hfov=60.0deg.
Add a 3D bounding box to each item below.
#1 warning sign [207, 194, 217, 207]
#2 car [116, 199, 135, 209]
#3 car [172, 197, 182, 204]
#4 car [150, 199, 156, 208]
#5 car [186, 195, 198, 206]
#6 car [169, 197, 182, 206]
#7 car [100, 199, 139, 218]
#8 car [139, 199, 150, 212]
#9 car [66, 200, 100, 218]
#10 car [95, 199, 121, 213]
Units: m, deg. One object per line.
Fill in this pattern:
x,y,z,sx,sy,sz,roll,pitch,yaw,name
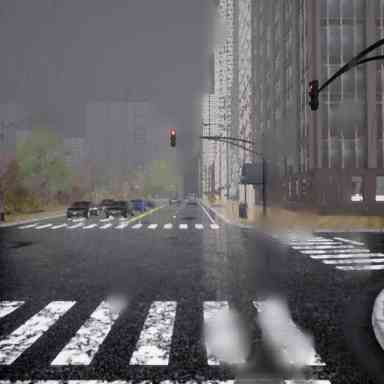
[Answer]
2.833,1.227,47.036,1.300,1.860,1.060,-1,-2,0,warning sign
-9.837,1.723,49.372,1.895,1.301,4.718,0,0,0,car
-3.188,1.774,70.600,1.812,1.442,4.674,0,0,0,car
-6.585,1.726,49.861,1.895,1.301,4.718,0,0,0,car
0.006,1.721,58.932,2.033,1.411,5.357,0,0,0,car
-3.145,1.674,60.339,2.128,1.511,4.902,0,0,0,car
-6.561,1.557,30.611,1.837,1.490,4.892,0,0,2,car
-6.592,1.559,39.684,1.882,1.535,5.008,0,0,0,car
-9.842,1.556,30.260,1.837,1.490,4.892,0,0,0,car
-9.841,1.585,39.441,1.837,1.490,4.892,0,0,0,car
